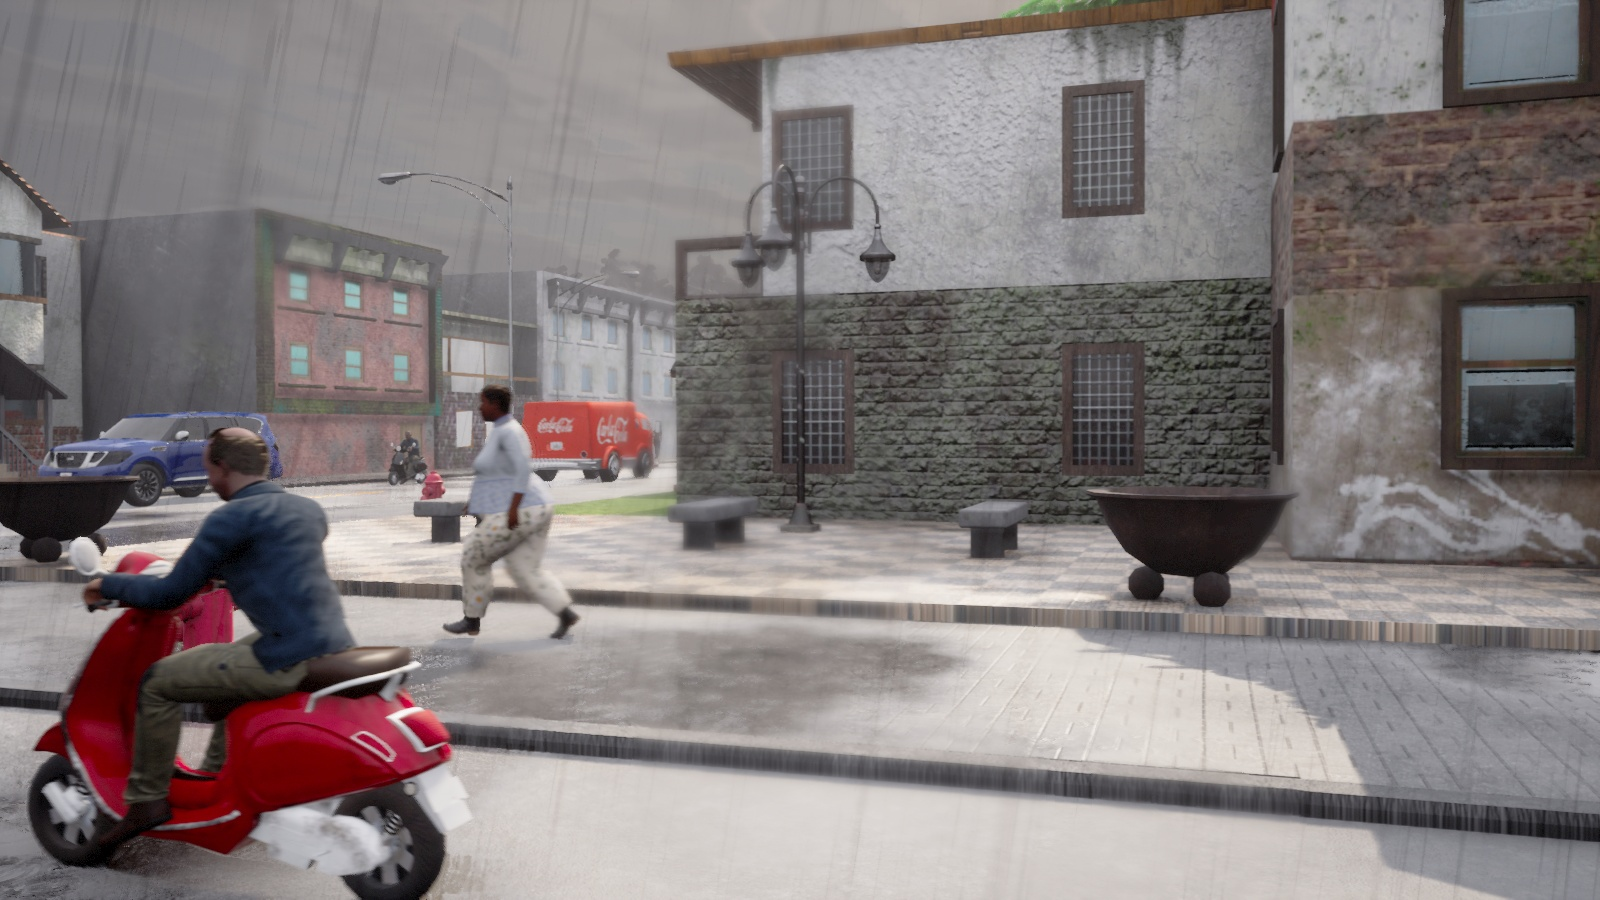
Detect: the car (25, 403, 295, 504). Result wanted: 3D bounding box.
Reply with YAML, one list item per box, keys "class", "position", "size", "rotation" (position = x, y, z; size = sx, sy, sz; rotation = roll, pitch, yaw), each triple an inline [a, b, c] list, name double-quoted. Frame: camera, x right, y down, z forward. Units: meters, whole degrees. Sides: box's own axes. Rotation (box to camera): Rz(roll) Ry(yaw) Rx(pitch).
- class: "car"
  position: [-14.177, 0.025, 28.323]
  size: [2.150, 2.045, 5.566]
  rotation: [1, 1, 17]

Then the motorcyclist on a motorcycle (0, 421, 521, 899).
- class: "motorcyclist on a motorcycle"
  position: [-1.987, 0.701, 4.325]
  size: [1.817, 1.590, 0.866]
  rotation: [1, 1, 18]

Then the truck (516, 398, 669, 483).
- class: "truck"
  position: [-6.385, -0.326, 39.404]
  size: [2.627, 2.467, 5.204]
  rotation: [1, 1, 18]

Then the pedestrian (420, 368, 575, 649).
- class: "pedestrian"
  position: [-2.081, 0.380, 8.753]
  size: [0.900, 1.855, 0.874]
  rotation: [0, 1, -3]

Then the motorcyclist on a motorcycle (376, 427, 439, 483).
- class: "motorcyclist on a motorcycle"
  position: [-11.463, 0.136, 36.714]
  size: [0.866, 1.590, 1.817]
  rotation: [1, 1, 18]

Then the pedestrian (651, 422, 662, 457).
- class: "pedestrian"
  position: [-7.331, -0.538, 64.350]
  size: [0.328, 1.805, 0.869]
  rotation: [0, 1, 10]
